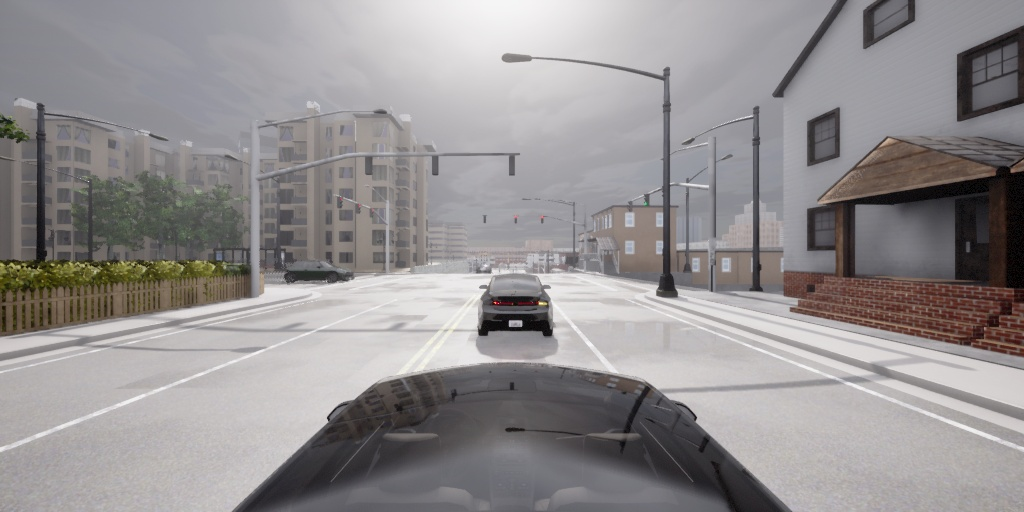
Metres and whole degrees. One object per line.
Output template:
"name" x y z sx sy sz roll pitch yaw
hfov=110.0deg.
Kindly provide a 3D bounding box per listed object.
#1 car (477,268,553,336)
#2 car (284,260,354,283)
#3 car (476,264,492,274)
"car" 0.090 1.255 10.371 1.837 1.490 4.892 0 0 0
"car" -14.430 1.102 27.011 4.553 1.767 2.097 0 0 0
"car" -3.624 1.755 47.184 2.128 1.511 4.902 0 -5 0
